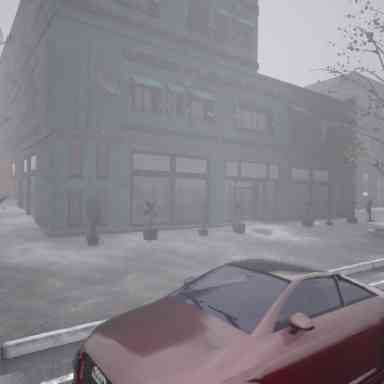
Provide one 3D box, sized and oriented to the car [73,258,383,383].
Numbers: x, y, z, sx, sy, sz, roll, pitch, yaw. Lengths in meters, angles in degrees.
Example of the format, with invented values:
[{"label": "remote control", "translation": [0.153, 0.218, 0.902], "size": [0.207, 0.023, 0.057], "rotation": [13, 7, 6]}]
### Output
[{"label": "car", "translation": [0.817, 1.575, 3.958], "size": [4.181, 1.385, 1.994], "rotation": [1, 0, -35]}]
